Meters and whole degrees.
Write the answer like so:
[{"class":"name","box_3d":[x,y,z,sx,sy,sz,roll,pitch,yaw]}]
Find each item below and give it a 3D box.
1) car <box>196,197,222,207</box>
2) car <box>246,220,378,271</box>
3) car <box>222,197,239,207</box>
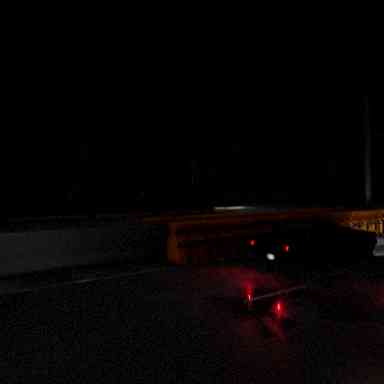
[{"class":"car","box_3d":[1.495,1.471,48.339,2.033,1.411,5.357,0,0,-35]},{"class":"car","box_3d":[4.096,1.576,10.916,4.718,1.301,1.895,0,0,-35]},{"class":"car","box_3d":[4.699,1.461,49.880,2.033,1.411,5.357,0,0,-35]}]
